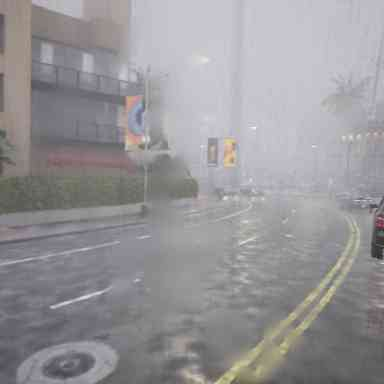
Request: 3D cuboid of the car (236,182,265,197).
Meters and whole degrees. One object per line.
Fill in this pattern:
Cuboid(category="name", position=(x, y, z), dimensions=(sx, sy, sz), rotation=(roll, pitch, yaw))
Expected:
Cuboid(category="car", position=(8.978, -0.235, 49.554), dimensions=(2.097, 1.767, 4.553), rotation=(1, 2, -18))

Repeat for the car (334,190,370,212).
Cuboid(category="car", position=(13.626, 0.808, 27.677), dimensions=(2.128, 1.511, 4.902), rotation=(2, 2, 13))

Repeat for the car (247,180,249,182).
Cuboid(category="car", position=(16.470, -1.455, 85.731), dimensions=(2.185, 1.767, 4.553), rotation=(0, 3, -37))

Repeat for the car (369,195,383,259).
Cuboid(category="car", position=(7.169, 0.987, 10.891), dimensions=(2.150, 2.045, 5.566), rotation=(3, 2, 29))

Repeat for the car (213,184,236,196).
Cuboid(category="car", position=(5.014, -0.366, 50.522), dimensions=(2.097, 1.767, 4.553), rotation=(1, 2, -21))

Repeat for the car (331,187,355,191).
Cuboid(category="car", position=(18.058, 0.538, 38.128), dimensions=(2.128, 1.511, 4.902), rotation=(1, 2, -1))
